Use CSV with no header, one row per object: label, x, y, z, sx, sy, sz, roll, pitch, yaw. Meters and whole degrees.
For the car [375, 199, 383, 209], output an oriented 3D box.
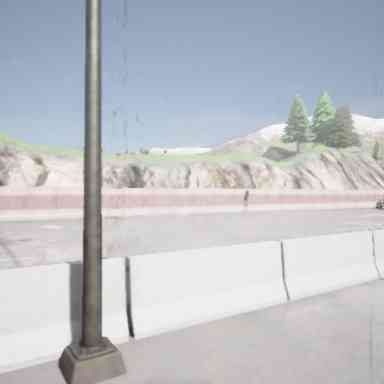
car,24.352,1.368,40.590,4.892,1.490,1.837,0,1,-34
